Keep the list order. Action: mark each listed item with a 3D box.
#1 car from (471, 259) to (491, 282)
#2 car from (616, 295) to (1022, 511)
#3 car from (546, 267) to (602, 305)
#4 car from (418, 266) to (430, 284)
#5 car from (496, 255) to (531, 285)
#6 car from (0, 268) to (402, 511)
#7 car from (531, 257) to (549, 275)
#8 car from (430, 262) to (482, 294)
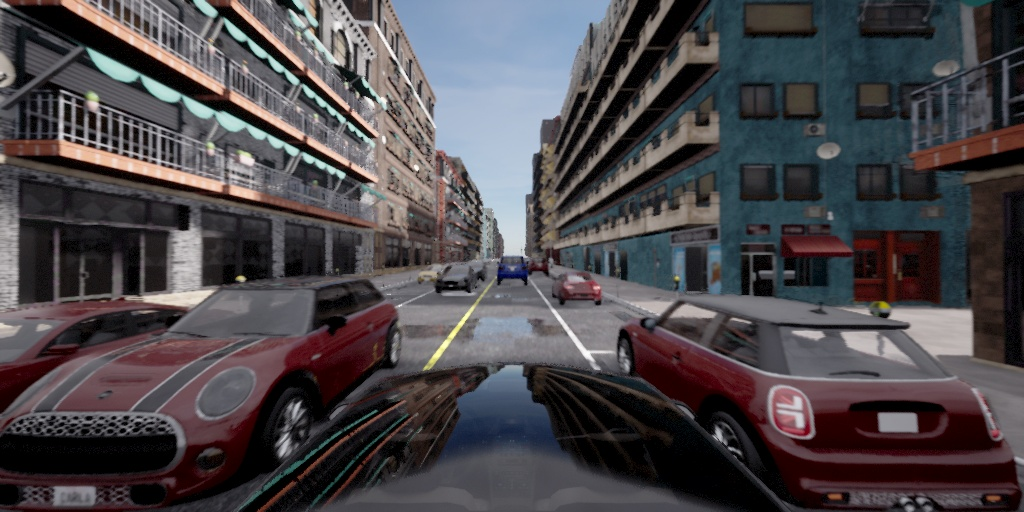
[{"bbox_3d":[-2.987,1.224,29.053,1.837,1.490,4.892,0,0,0],"label":"car"},{"bbox_3d":[2.694,1.186,4.451,1.967,1.591,4.097,0,0,0],"label":"car"},{"bbox_3d":[2.699,1.316,15.497,1.802,1.307,4.207,0,0,0],"label":"car"},{"bbox_3d":[-5.677,1.247,26.392,1.751,1.417,4.829,0,0,0],"label":"car"},{"bbox_3d":[0.035,0.947,26.206,2.150,2.045,5.566,0,0,0],"label":"car"},{"bbox_3d":[-3.096,1.098,4.781,2.097,1.767,4.553,0,0,0],"label":"car"},{"bbox_3d":[2.710,1.024,37.592,2.192,1.841,5.009,0,0,0],"label":"car"},{"bbox_3d":[-3.003,1.237,20.125,1.837,1.490,4.892,0,0,0],"label":"car"}]
